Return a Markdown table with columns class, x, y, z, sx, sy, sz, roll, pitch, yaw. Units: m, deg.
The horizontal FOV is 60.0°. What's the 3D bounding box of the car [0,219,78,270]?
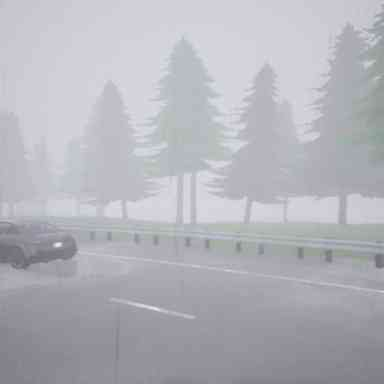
| class | x | y | z | sx | sy | sz | roll | pitch | yaw |
| --- | --- | --- | --- | --- | --- | --- | --- | --- | --- |
| car | -5.877 | 1.602 | 11.145 | 4.181 | 1.385 | 1.994 | 0 | 0 | 28 |
